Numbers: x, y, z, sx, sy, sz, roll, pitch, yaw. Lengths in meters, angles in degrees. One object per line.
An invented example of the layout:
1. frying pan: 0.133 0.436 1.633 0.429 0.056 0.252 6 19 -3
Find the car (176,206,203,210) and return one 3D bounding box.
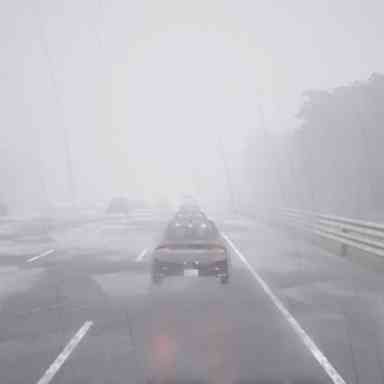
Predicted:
1. car: -0.092 1.609 17.362 1.895 1.301 4.718 0 0 -1

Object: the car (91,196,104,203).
1. car: -18.796 1.572 69.429 2.128 1.511 4.902 0 0 -2

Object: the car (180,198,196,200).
1. car: -0.210 1.605 32.957 1.994 1.385 4.181 0 0 -1

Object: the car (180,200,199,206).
1. car: -0.167 1.567 24.024 2.033 1.411 5.357 0 0 -1

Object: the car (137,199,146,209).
1. car: -7.519 1.642 45.996 1.895 1.301 4.718 0 0 -1

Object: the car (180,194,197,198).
1. car: -0.542 1.298 46.991 2.150 2.045 5.566 0 0 -2

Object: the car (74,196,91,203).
1. car: -22.306 1.556 69.743 2.128 1.511 4.902 0 0 -2

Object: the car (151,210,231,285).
1. car: -0.030 1.489 9.448 2.128 1.511 4.902 0 0 0

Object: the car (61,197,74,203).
1. car: -25.805 1.610 69.611 1.895 1.301 4.718 0 0 -2

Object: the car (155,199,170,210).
1. car: -3.991 1.602 45.027 2.033 1.411 5.357 0 0 -1

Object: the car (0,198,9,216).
1. car: -17.695 1.303 28.428 2.097 1.767 4.553 0 0 -2

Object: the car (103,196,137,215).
1. car: -7.239 1.364 34.034 2.097 1.767 4.553 0 0 -1
